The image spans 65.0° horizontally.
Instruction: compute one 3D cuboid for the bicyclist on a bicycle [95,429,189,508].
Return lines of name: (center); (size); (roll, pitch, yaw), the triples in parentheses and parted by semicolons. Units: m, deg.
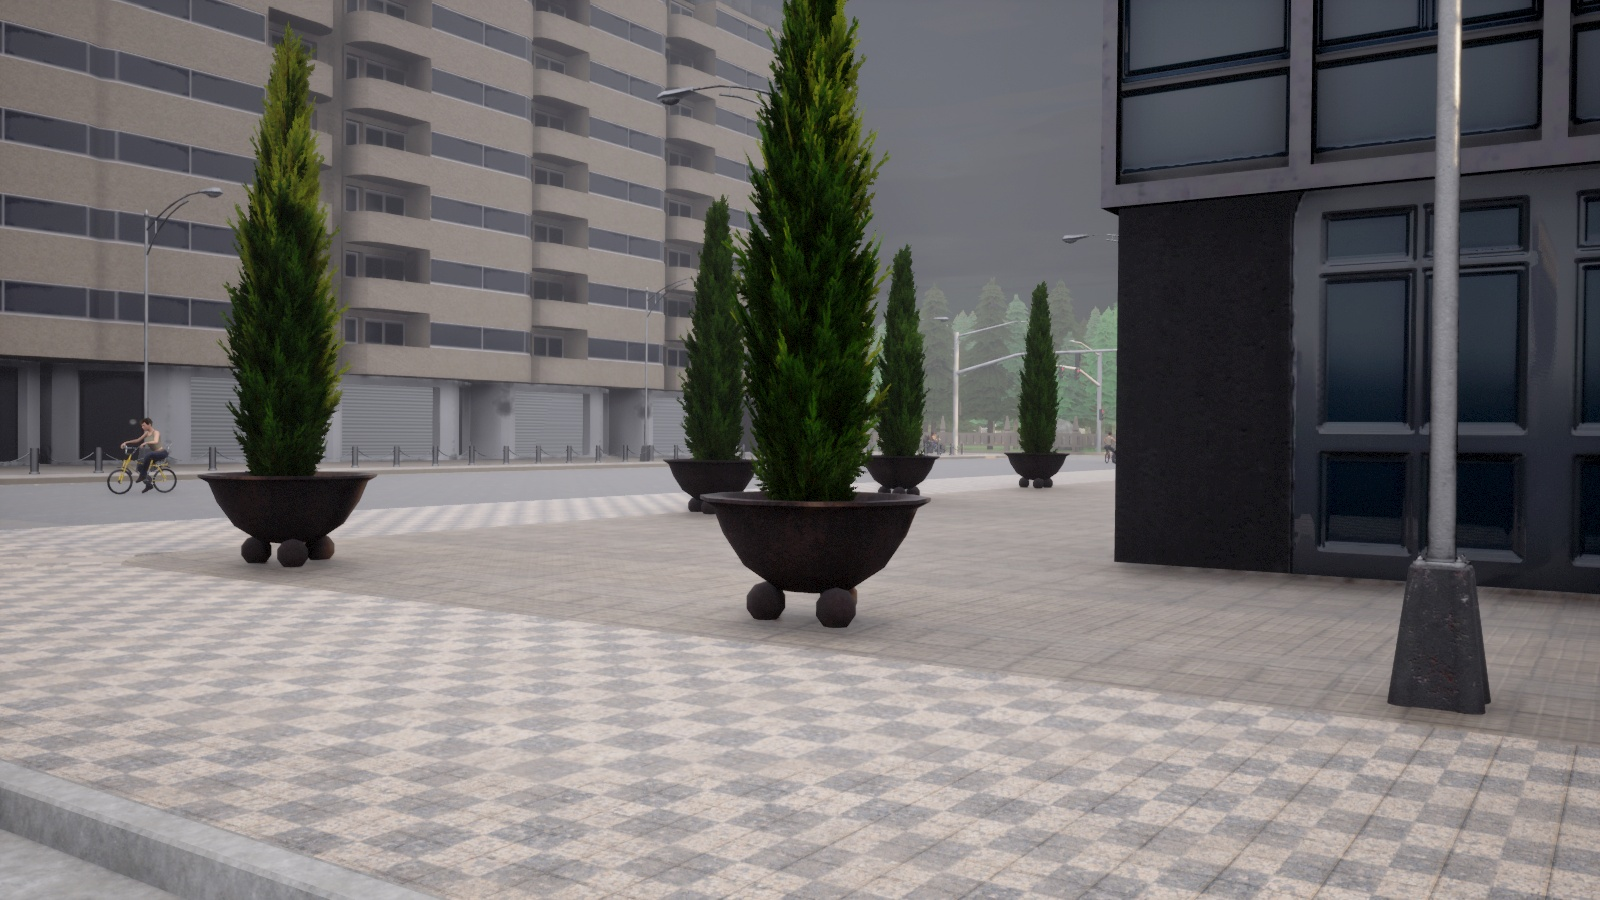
bicyclist on a bicycle: (-13.916, 0.375, 26.601); (0.866, 1.612, 1.509); (0, 1, 34)
